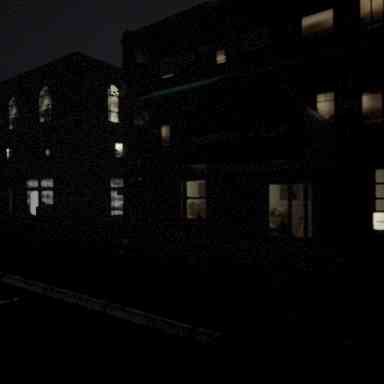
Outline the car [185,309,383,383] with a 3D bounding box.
[{"bbox_3d":[2.169,1.310,1.328,5.009,1.841,2.192,0,0,35],"label":"car"}]
